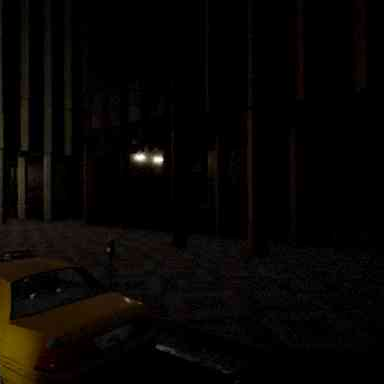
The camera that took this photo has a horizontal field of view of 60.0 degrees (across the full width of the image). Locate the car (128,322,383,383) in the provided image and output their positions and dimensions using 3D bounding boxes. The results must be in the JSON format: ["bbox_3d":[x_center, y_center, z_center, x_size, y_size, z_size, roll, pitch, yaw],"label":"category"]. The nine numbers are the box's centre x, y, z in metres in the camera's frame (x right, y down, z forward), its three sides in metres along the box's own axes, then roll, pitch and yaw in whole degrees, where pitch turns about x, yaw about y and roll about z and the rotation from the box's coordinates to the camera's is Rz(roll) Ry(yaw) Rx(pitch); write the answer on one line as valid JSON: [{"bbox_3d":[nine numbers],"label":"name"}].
[{"bbox_3d":[2.003,1.551,1.538,4.403,1.369,2.008,0,0,36],"label":"car"}]

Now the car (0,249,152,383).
[{"bbox_3d":[-2.723,1.528,4.910,4.829,1.417,1.752,0,0,36],"label":"car"}]
